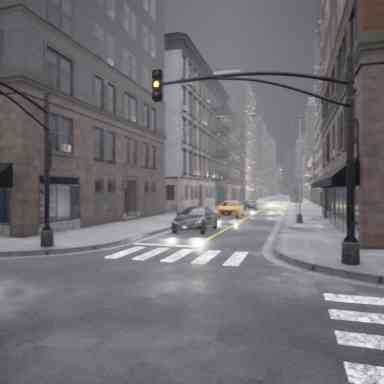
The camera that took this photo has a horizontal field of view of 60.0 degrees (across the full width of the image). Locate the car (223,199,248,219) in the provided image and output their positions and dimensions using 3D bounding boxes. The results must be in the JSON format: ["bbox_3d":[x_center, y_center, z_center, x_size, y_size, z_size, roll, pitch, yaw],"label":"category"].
[{"bbox_3d":[3.587,1.529,30.346,1.882,1.535,5.008,0,0,17],"label":"car"}]

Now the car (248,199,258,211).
[{"bbox_3d":[7.373,1.633,42.704,1.994,1.385,4.181,0,0,18],"label":"car"}]

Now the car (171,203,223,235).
[{"bbox_3d":[0.294,1.563,19.539,1.812,1.442,4.674,0,0,17],"label":"car"}]
